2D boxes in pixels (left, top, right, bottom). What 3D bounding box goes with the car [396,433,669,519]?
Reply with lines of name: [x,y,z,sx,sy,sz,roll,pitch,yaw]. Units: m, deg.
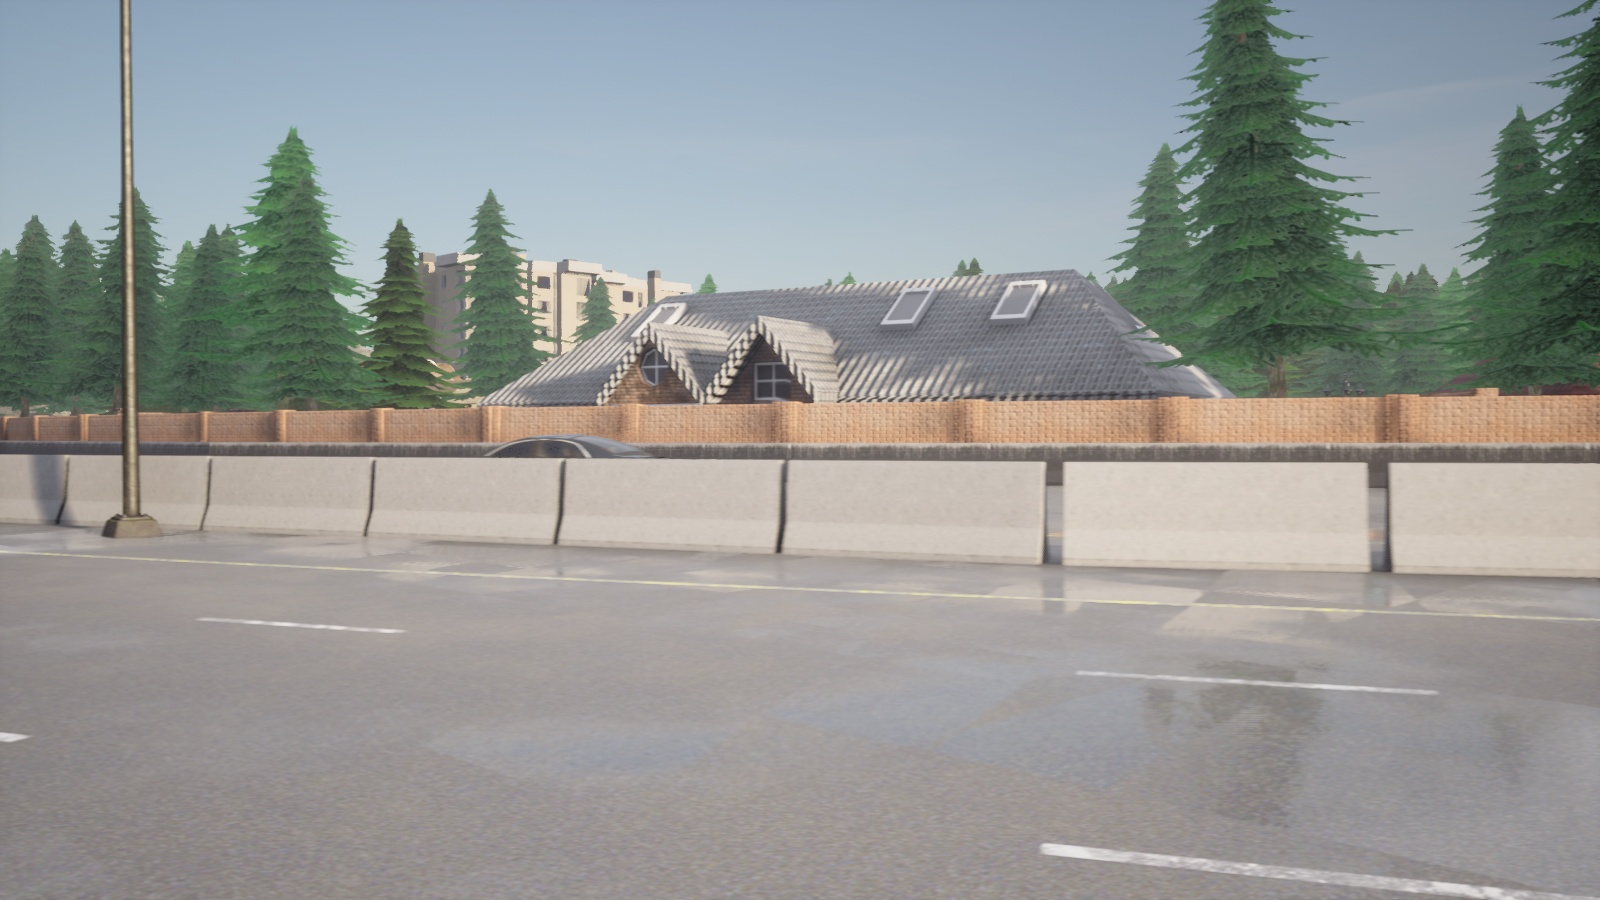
car: [-5.084,0.433,23.820,4.892,1.490,1.837,1,1,23]
